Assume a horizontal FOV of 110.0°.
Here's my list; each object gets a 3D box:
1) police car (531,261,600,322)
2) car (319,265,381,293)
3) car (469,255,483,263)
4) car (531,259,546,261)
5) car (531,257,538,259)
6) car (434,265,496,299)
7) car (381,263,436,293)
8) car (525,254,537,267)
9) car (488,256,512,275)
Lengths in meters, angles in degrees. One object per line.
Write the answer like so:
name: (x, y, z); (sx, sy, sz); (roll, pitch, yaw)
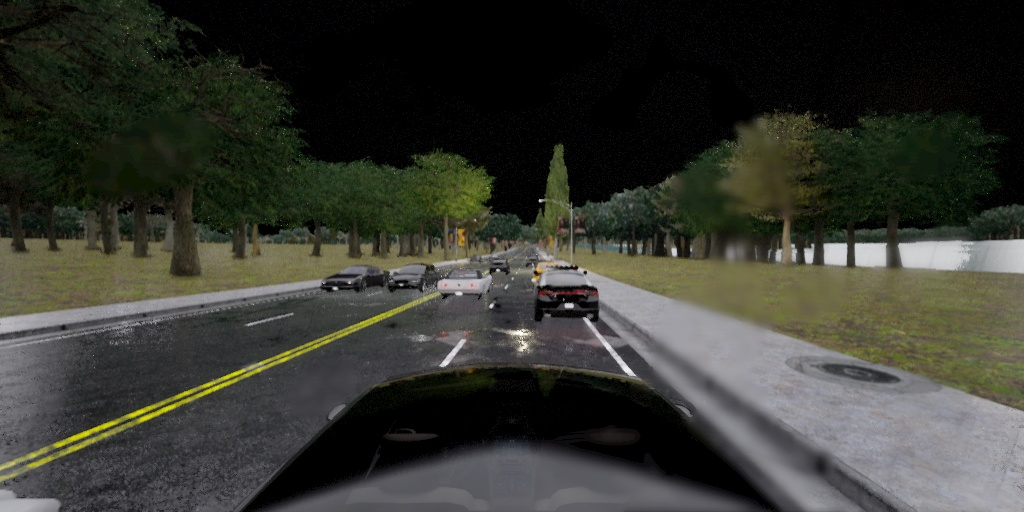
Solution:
police car: (1.700, 1.140, 12.316); (1.930, 1.638, 5.238); (0, 0, 3)
car: (-8.674, 1.227, 20.547); (2.033, 1.411, 5.357); (0, 0, 3)
car: (-6.221, 0.507, 62.508); (1.812, 1.442, 4.674); (0, 1, 4)
car: (2.266, 1.146, 22.187); (1.882, 1.535, 5.008); (0, 0, 3)
car: (2.608, 1.090, 28.175); (1.882, 1.535, 5.008); (0, 1, 3)
car: (-2.132, 1.295, 17.552); (1.895, 1.301, 4.718); (0, 0, 3)
car: (-5.424, 1.186, 20.422); (1.837, 1.490, 4.892); (0, 0, 3)
car: (2.835, 0.752, 48.915); (1.837, 1.490, 4.892); (0, 1, 4)
car: (-1.127, 1.021, 35.108); (1.837, 1.490, 4.892); (0, 1, 3)
